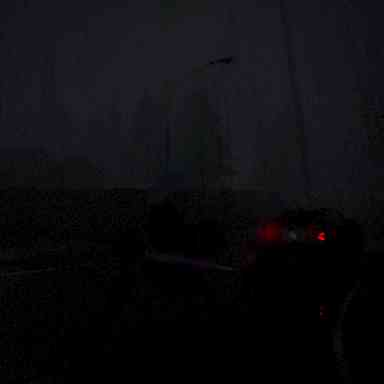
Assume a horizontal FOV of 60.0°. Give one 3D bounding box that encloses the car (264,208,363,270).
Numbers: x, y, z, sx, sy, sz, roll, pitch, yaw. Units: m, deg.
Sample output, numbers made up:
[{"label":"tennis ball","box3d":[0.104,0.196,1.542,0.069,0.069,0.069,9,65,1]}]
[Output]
[{"label":"car","box3d":[4.266,1.308,11.323,2.097,1.767,4.553,0,0,39]}]
